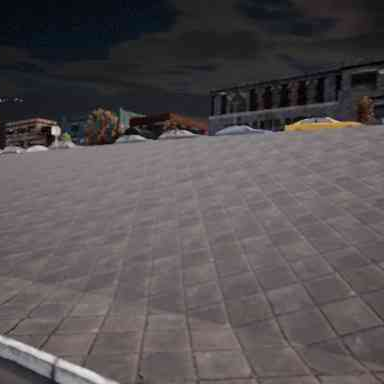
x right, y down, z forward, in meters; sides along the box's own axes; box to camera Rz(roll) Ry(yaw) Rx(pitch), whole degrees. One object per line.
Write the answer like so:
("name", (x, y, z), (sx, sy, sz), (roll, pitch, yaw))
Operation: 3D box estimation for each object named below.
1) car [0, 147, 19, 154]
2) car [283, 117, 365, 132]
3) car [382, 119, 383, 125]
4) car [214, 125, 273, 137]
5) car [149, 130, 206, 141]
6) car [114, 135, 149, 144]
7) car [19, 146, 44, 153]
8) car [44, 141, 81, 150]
("car", (-23.111, -5.191, 43.853), (4.553, 1.767, 2.185), (2, 1, 36))
("car", (8.427, -4.013, 21.414), (5.008, 1.535, 2.097), (2, 1, 34))
("car", (13.095, -3.964, 18.458), (4.553, 1.767, 2.185), (2, 1, 32))
("car", (3.804, -4.147, 24.481), (4.674, 1.452, 2.002), (2, 1, 35))
("car", (-0.749, -4.357, 27.644), (4.892, 1.521, 2.231), (2, 1, 36))
("car", (-5.221, -4.509, 30.877), (4.892, 1.521, 2.231), (2, 1, 36))
("car", (-18.521, -4.884, 40.524), (4.674, 1.452, 2.002), (2, 1, 36))
("car", (-14.072, -4.912, 37.297), (4.553, 1.767, 2.185), (2, 1, 36))
